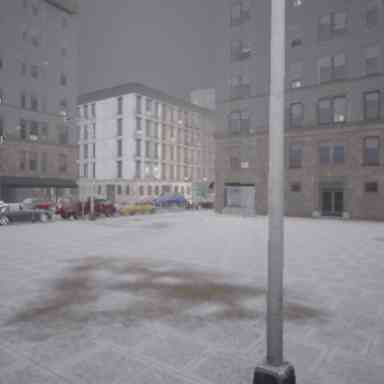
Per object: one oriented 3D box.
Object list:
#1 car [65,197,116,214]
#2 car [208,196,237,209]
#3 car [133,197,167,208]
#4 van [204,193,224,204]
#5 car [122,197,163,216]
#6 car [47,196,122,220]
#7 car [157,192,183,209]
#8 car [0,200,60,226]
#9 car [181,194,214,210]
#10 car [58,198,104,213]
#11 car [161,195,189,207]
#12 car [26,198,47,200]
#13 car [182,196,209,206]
[{"bbox_3d":[-10.180,1.348,33.738,1.837,1.490,4.892,1,0,36],"label":"car"},{"bbox_3d":[4.116,1.348,44.303,1.967,1.590,4.097,1,0,36],"label":"car"},{"bbox_3d":[-5.558,1.365,44.568,1.887,1.381,4.507,1,0,36],"label":"car"},{"bbox_3d":[3.878,1.169,57.771,1.690,1.788,3.998,1,0,36],"label":"van"},{"bbox_3d":[-5.219,1.427,31.238,1.752,1.417,4.829,1,0,36],"label":"car"},{"bbox_3d":[-8.461,1.214,26.697,2.192,1.841,5.009,1,0,36],"label":"car"},{"bbox_3d":[-3.111,1.071,43.588,2.150,2.045,5.566,1,0,36],"label":"car"},{"bbox_3d":[-11.608,1.448,22.297,2.008,1.369,4.403,1,0,36],"label":"car"},{"bbox_3d":[0.972,1.346,39.902,1.967,1.590,4.097,1,0,36],"label":"car"},{"bbox_3d":[-11.847,1.367,35.765,2.008,1.369,4.403,1,0,36],"label":"car"},{"bbox_3d":[-2.413,1.263,48.968,1.967,1.590,4.097,1,0,36],"label":"car"},{"bbox_3d":[-14.992,1.255,31.363,1.967,1.590,4.097,1,0,36],"label":"car"},{"bbox_3d":[0.633,1.351,53.232,1.752,1.417,4.829,1,0,36],"label":"car"}]
